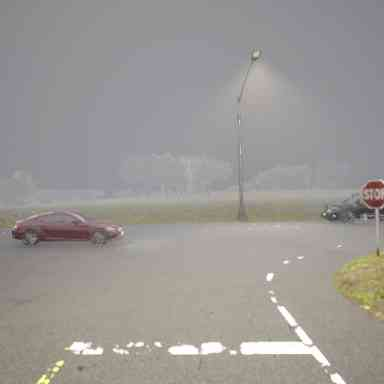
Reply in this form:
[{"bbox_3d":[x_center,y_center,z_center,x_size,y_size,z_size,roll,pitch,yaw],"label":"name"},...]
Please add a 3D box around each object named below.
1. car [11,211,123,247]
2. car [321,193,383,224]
[{"bbox_3d":[-5.418,1.572,14.686,4.674,1.442,1.812,0,-1,-1],"label":"car"},{"bbox_3d":[11.493,1.062,21.988,5.566,2.045,2.150,-1,-2,-1],"label":"car"}]
